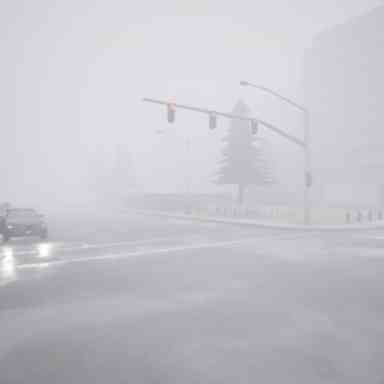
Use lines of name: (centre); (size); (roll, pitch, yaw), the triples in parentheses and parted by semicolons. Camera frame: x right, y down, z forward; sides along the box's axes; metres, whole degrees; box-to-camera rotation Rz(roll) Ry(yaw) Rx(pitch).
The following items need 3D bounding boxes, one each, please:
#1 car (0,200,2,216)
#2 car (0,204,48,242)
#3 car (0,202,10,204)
car: (-20.458, 1.559, 33.512); (1.837, 1.490, 4.892); (0, 0, -35)
car: (-8.728, 1.555, 16.953); (1.812, 1.442, 4.674); (0, 0, -35)
car: (-14.478, 1.533, 25.056); (2.128, 1.511, 4.902); (0, 0, -35)
